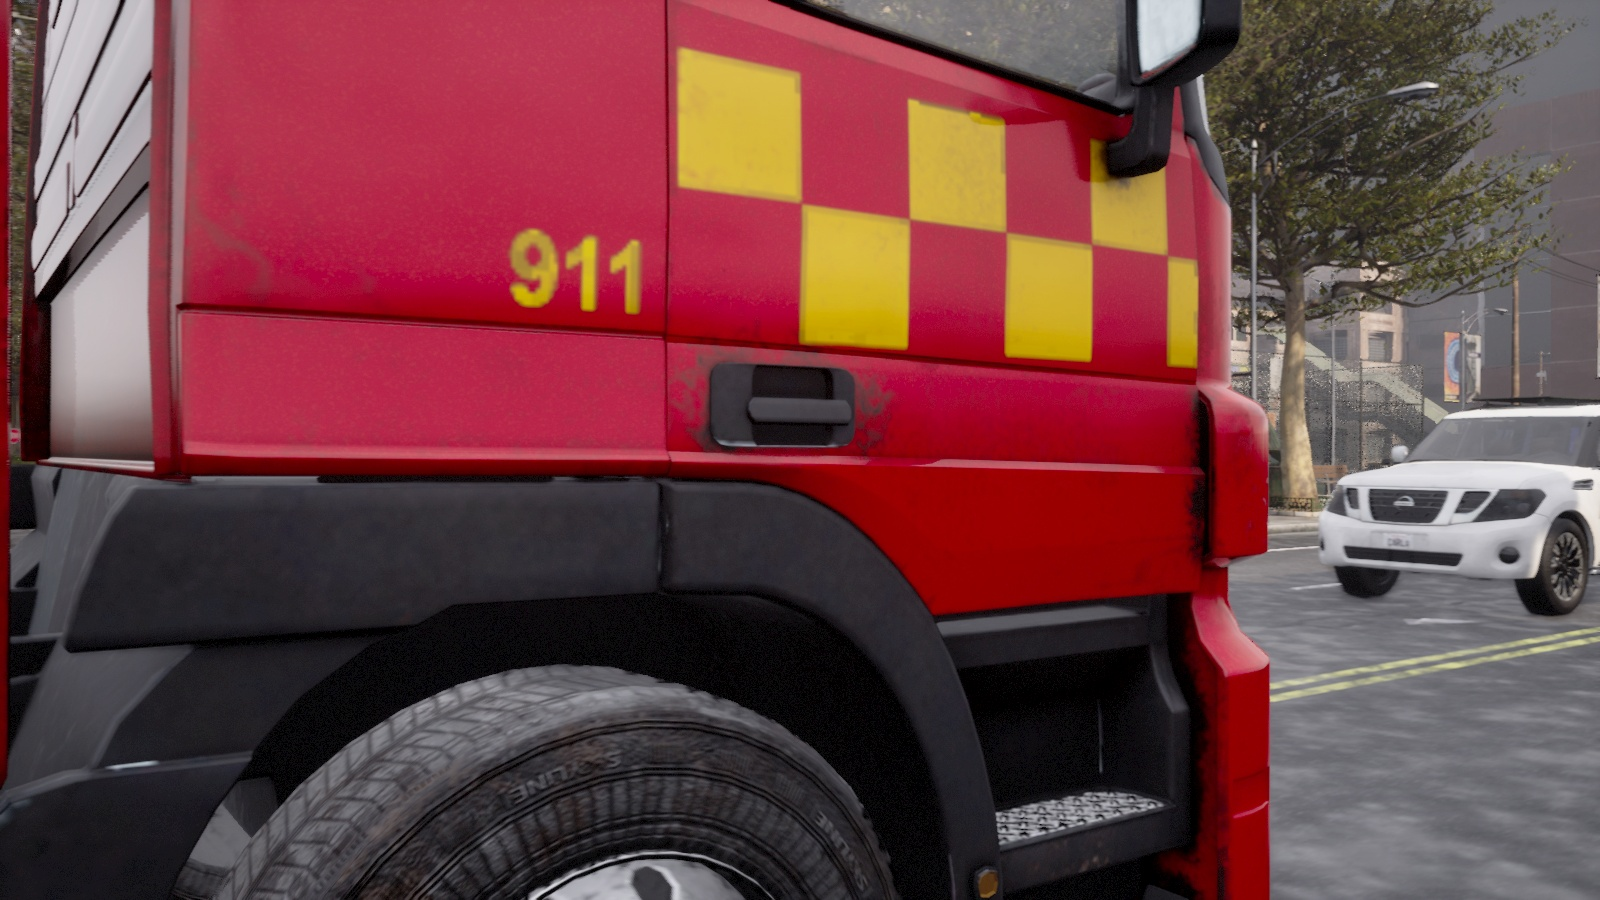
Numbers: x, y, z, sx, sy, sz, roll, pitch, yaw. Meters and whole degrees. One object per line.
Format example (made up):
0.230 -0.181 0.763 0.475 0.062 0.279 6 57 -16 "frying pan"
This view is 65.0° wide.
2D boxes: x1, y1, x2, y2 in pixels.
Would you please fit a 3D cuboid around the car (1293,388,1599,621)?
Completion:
7.915 0.481 13.461 5.566 2.045 2.150 0 0 -35 "car"

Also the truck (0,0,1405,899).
-2.936 -0.410 1.614 8.468 3.827 2.891 0 0 -35 "truck"
